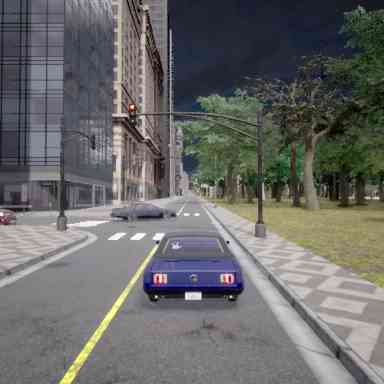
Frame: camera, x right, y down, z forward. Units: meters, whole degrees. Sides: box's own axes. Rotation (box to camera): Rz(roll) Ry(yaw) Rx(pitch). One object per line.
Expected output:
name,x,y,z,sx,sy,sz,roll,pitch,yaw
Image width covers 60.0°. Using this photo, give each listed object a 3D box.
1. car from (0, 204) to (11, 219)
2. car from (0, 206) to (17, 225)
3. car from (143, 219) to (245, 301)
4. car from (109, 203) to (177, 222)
car,-18.944,1.727,29.819,4.313,1.339,1.947,0,-1,0
car,-13.497,1.372,21.296,4.097,1.590,1.967,0,-2,-1
car,0.020,1.607,8.278,1.895,1.301,4.718,0,0,0
car,-3.945,1.624,27.157,5.357,1.411,2.033,1,-1,-30
